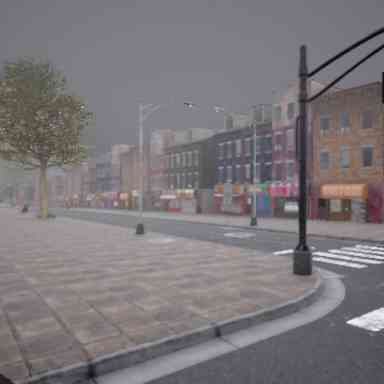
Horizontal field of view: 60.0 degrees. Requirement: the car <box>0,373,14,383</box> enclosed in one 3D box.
[{"bbox_3d":[-2.772,1.556,0.832,4.313,1.339,1.947,0,0,-35],"label":"car"}]
